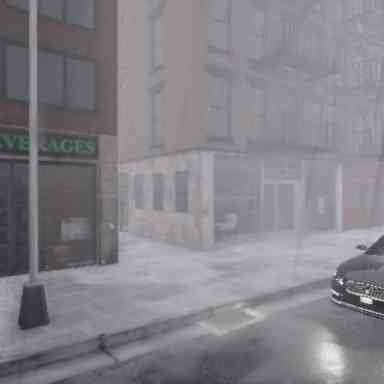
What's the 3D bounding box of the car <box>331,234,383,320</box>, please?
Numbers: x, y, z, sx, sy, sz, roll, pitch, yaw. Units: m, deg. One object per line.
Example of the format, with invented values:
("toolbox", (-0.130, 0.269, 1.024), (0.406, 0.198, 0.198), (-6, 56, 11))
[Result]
("car", (4.803, 1.504, 6.799), (4.892, 1.490, 1.837), (0, 0, -35))
